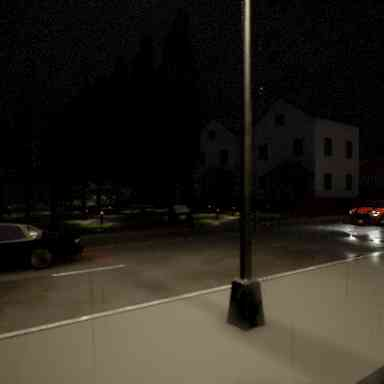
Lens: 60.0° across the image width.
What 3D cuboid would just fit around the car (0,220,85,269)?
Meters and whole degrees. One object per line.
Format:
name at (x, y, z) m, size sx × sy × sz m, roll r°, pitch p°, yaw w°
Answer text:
car at (-5.954, 1.543, 9.574) m, size 5.357 × 1.411 × 2.033 m, roll 0°, pitch 0°, yaw -35°

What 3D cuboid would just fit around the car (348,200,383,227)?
car at (12.753, 1.330, 22.842) m, size 4.553 × 1.767 × 2.097 m, roll 0°, pitch 0°, yaw -35°
